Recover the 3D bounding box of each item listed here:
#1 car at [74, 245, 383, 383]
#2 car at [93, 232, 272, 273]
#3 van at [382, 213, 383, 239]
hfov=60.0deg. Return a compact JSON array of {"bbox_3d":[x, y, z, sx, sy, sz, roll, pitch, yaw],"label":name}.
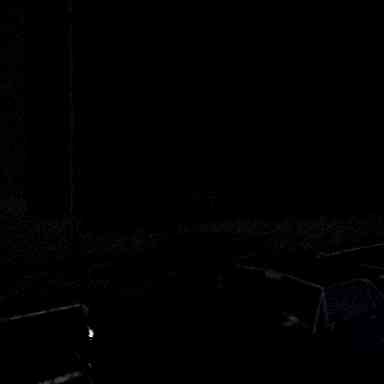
[{"bbox_3d":[1.104,1.582,4.172,4.718,1.301,1.895,0,0,-36],"label":"car"},{"bbox_3d":[0.039,1.544,6.687,4.313,1.339,1.947,0,0,-36],"label":"car"},{"bbox_3d":[9.206,1.252,13.247,3.998,1.788,1.690,0,0,-36],"label":"van"}]
